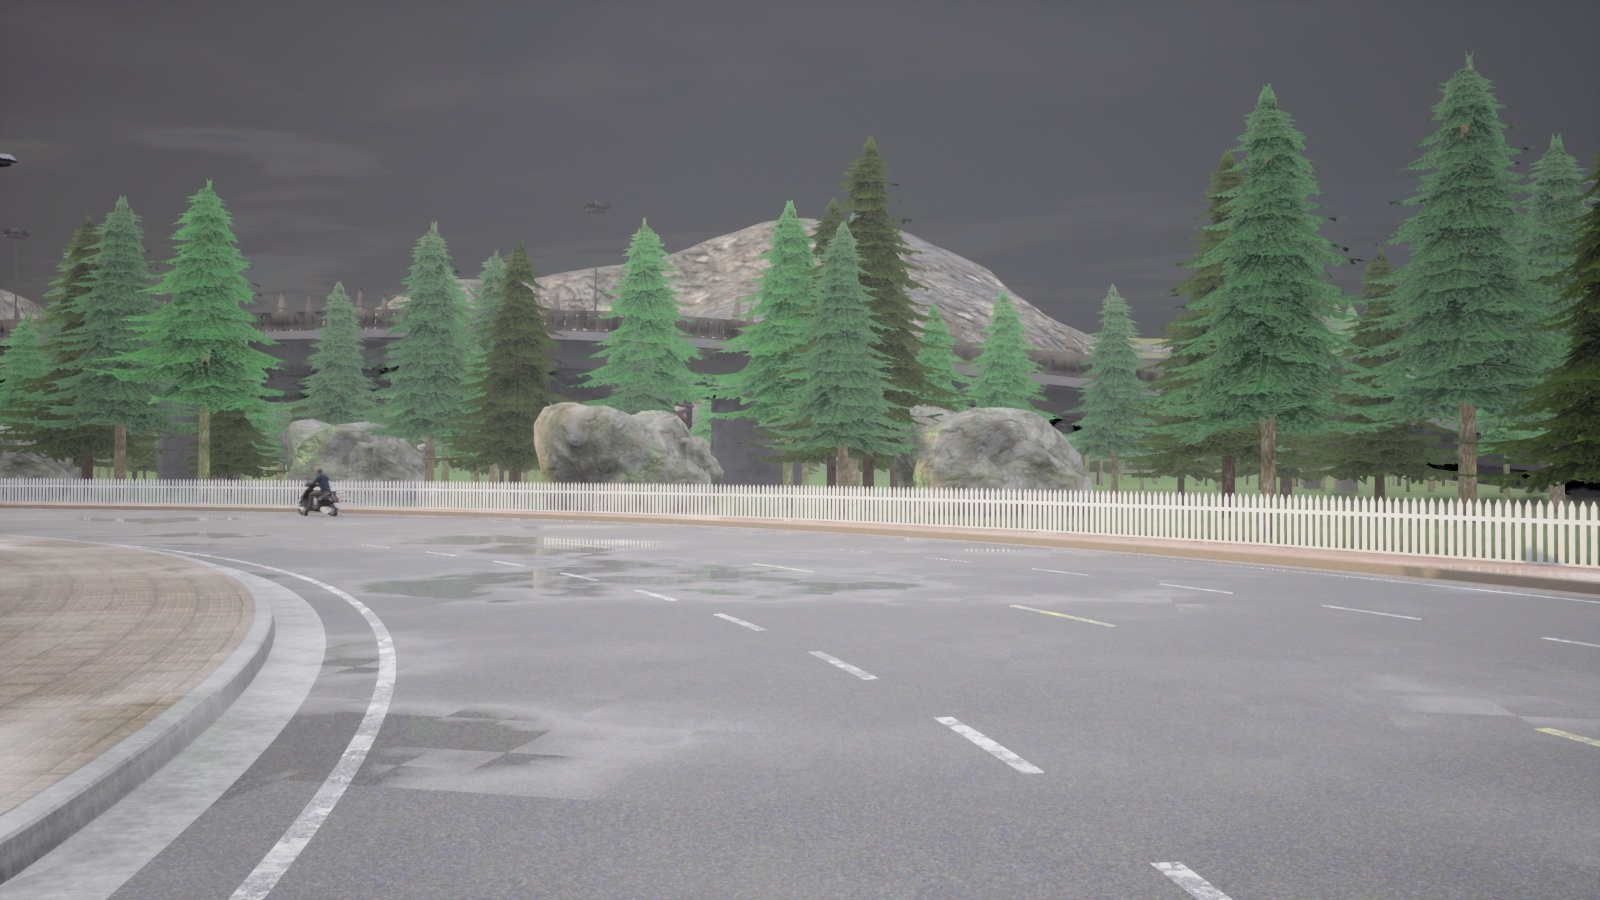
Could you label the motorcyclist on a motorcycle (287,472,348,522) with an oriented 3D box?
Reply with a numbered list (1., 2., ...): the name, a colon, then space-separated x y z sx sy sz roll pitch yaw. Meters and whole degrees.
1. motorcyclist on a motorcycle: -15.774 1.519 41.068 1.817 1.590 0.866 -1 -1 26
